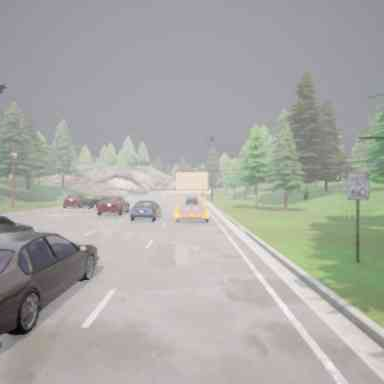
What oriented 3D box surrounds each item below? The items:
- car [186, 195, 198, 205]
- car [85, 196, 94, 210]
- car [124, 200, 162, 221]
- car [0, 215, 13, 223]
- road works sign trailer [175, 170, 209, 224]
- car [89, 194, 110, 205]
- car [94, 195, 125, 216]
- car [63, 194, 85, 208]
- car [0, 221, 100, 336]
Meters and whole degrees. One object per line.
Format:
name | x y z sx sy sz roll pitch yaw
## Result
car | -0.008 1.151 50.462 2.033 1.411 5.357 0 0 0
car | -10.406 1.203 38.392 1.837 1.490 4.892 0 1 0
car | -3.410 1.348 25.148 2.033 1.411 5.357 0 0 1
car | -6.902 1.438 10.949 1.812 1.442 4.674 0 1 0
road works sign trailer | -0.004 0.283 23.029 2.380 3.560 2.880 0 0 0
car | -14.007 1.127 50.538 1.812 1.442 4.674 0 1 0
car | -6.906 1.115 29.892 2.097 1.767 4.553 0 0 0
car | -14.007 1.031 40.693 2.097 1.767 4.553 0 0 0
car | -3.405 1.494 6.533 2.033 1.411 5.357 0 0 0
